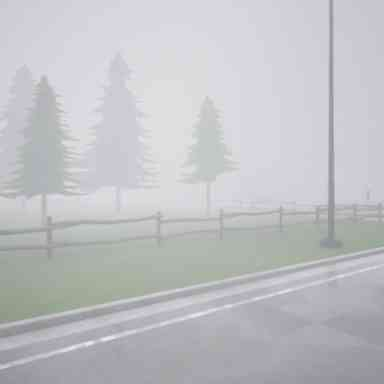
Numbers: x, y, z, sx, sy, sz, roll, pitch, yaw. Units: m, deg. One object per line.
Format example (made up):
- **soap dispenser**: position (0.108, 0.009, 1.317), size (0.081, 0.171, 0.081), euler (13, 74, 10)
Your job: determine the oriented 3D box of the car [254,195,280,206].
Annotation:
- **car**: position (12.675, 1.332, 55.898), size (2.097, 1.767, 4.553), euler (0, 0, -35)
